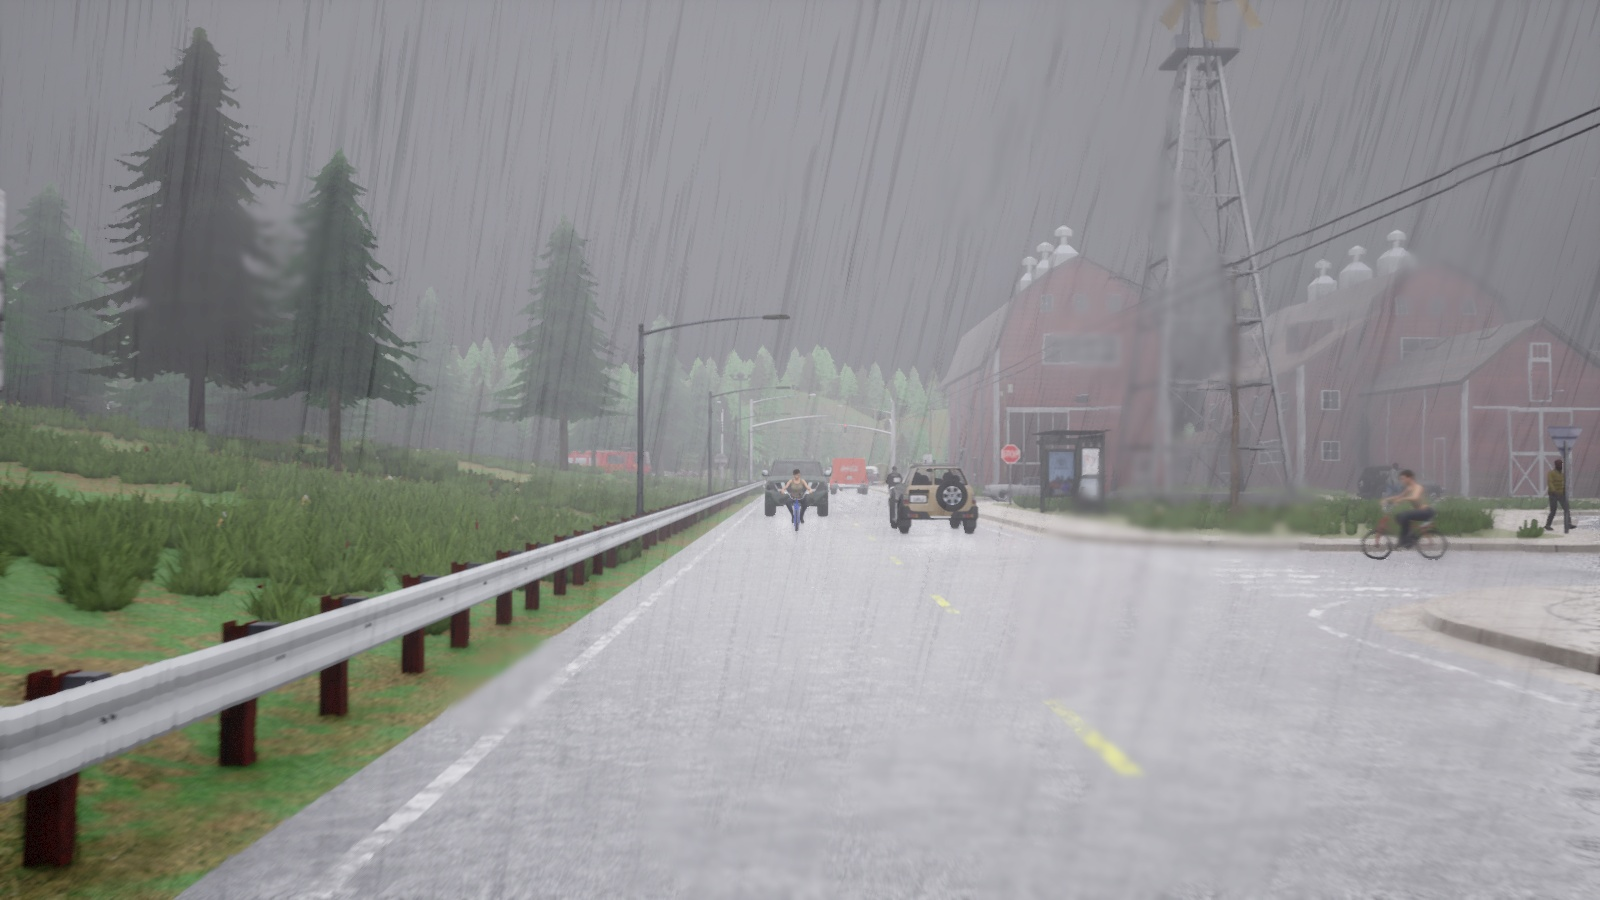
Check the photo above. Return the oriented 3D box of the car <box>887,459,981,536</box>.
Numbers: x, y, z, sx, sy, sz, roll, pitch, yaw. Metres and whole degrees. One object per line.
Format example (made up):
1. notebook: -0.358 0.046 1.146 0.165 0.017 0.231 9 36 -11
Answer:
1. car: 3.420 1.169 32.859 1.932 1.855 4.605 0 0 0

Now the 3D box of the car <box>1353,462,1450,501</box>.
1. car: 29.673 1.529 62.009 3.866 1.878 1.905 0 -1 -1

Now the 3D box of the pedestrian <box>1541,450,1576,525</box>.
1. pedestrian: 18.677 0.920 30.927 0.370 1.835 0.726 0 -1 -4

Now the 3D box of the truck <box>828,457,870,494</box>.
1. truck: 3.290 1.752 85.895 2.627 2.467 5.204 0 -1 0

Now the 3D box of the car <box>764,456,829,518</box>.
1. car: -0.110 1.280 44.635 2.150 2.045 5.566 0 -1 0

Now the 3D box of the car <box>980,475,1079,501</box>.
1. car: 11.870 1.958 65.146 4.718 1.301 1.895 0 -1 -1

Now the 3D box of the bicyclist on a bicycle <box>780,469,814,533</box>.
1. bicyclist on a bicycle: -0.073 1.292 32.300 0.866 1.612 1.509 0 -1 0

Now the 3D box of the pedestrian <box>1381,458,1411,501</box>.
1. pedestrian: 25.585 1.269 53.888 0.900 1.855 0.874 0 -1 5

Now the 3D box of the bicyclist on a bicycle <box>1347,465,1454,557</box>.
1. bicyclist on a bicycle: 10.746 1.085 22.531 1.509 1.612 0.866 -1 -2 7
